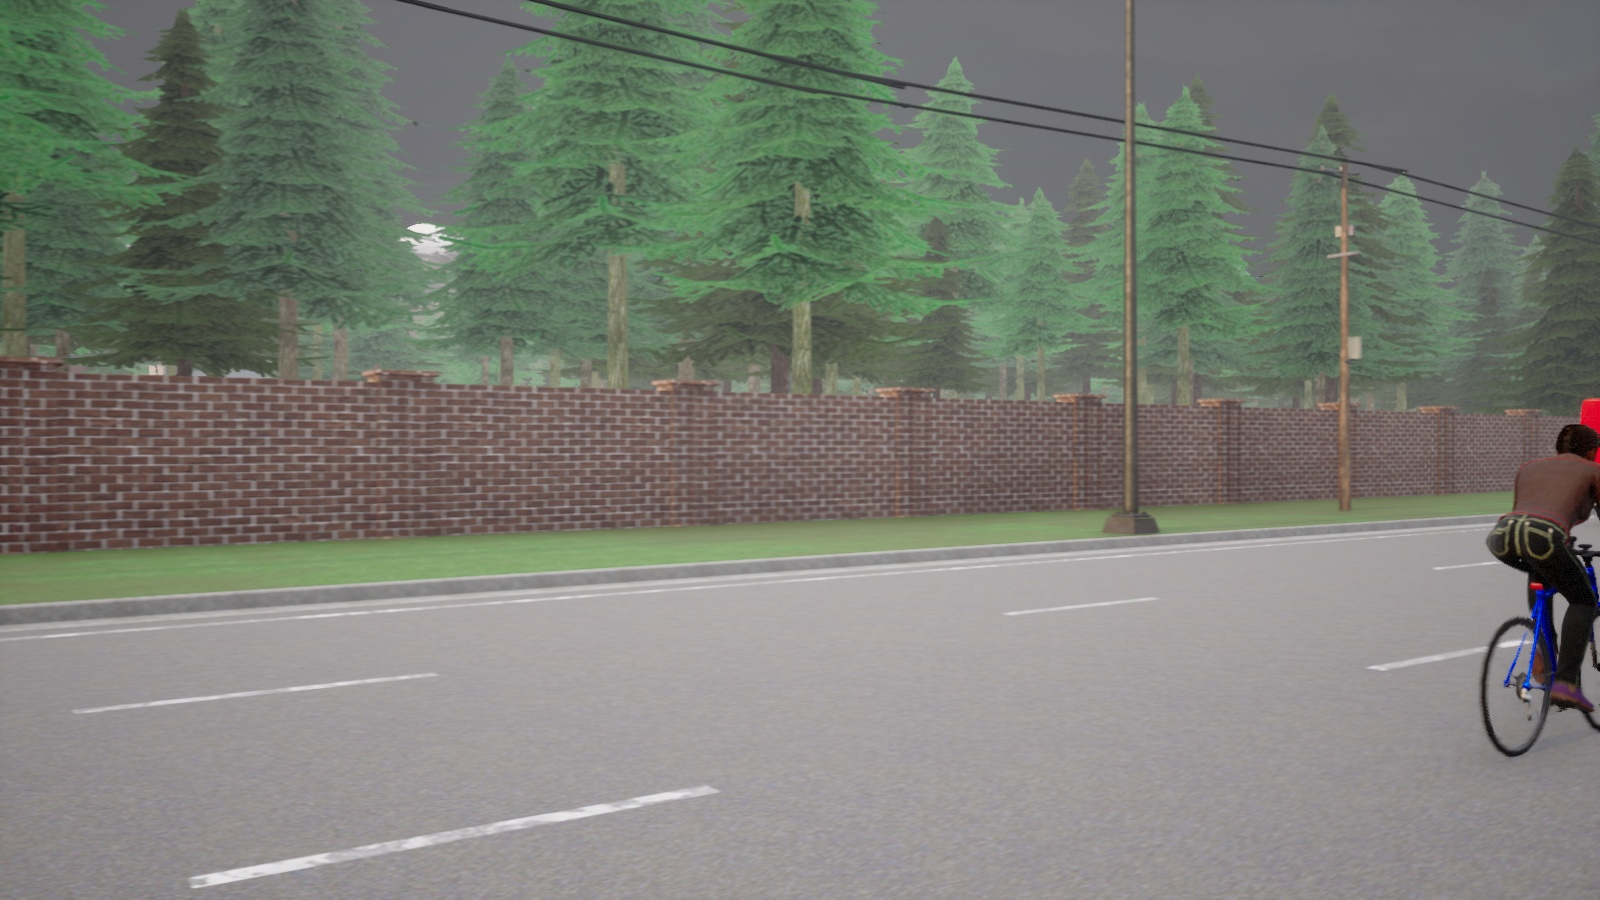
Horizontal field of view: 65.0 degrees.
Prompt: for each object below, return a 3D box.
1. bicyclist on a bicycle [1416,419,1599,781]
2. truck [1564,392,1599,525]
[{"bbox_3d":[3.843,0.673,6.335,1.656,1.620,0.582,0,0,-35],"label":"bicyclist on a bicycle"},{"bbox_3d":[17.454,0.144,24.342,5.204,2.467,2.627,0,0,-35],"label":"truck"}]
